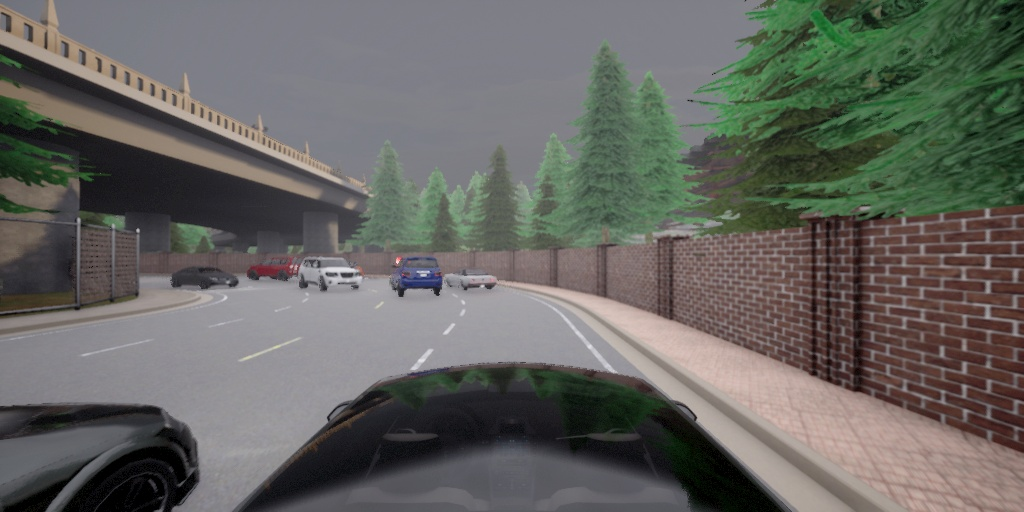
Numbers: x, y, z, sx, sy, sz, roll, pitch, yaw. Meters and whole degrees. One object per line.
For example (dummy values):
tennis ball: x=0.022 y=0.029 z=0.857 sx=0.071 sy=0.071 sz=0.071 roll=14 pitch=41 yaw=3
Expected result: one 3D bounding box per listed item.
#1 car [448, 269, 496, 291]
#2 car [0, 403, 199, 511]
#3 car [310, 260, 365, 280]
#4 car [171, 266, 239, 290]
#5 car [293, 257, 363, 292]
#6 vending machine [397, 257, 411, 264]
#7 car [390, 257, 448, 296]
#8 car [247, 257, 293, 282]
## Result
car: x=-2.810 y=1.460 z=22.943 sx=1.895 sy=1.301 sz=4.718 roll=0 pitch=0 yaw=-28
car: x=-3.399 y=1.311 z=1.005 sx=1.994 sy=1.385 sz=4.181 roll=0 pitch=0 yaw=0
car: x=-16.225 y=1.264 z=33.364 sx=4.553 sy=1.767 sz=2.097 roll=0 pitch=0 yaw=22
car: x=-20.202 y=1.388 z=23.532 sx=4.674 sy=1.442 sz=1.812 roll=0 pitch=0 yaw=20
car: x=-11.485 y=1.078 z=22.537 sx=5.566 sy=2.045 sz=2.150 roll=0 pitch=-1 yaw=42
vending machine: x=-10.666 y=1.118 z=35.301 sx=0.880 sy=2.100 sz=1.100 roll=0 pitch=0 yaw=26
car: x=-5.483 y=1.066 z=20.267 sx=2.150 sy=2.045 sz=5.566 roll=1 pitch=-1 yaw=-23
car: x=-20.230 y=1.125 z=31.232 sx=5.566 sy=2.045 sz=2.150 roll=0 pitch=0 yaw=17
